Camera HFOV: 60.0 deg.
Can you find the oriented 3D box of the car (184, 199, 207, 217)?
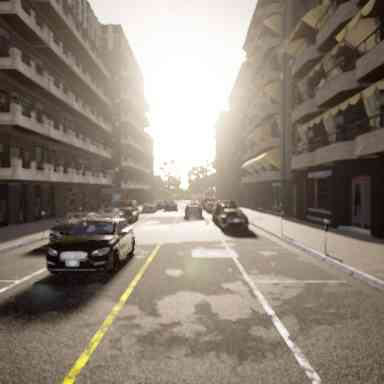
[{"bbox_3d":[0.154,1.852,35.557,2.128,1.511,4.902,0,-1,0],"label":"car"}]

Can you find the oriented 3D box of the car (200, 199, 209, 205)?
[{"bbox_3d":[2.809,2.327,77.622,1.887,1.381,4.507,-1,-1,0],"label":"car"}]

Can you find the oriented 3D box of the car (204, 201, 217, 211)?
[{"bbox_3d":[2.762,2.089,50.002,1.802,1.307,4.206,-1,-1,0],"label":"car"}]

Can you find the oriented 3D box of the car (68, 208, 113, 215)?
[{"bbox_3d":[-5.676,1.723,16.826,2.008,1.369,4.403,-1,-1,0],"label":"car"}]

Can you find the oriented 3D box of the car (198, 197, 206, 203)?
[{"bbox_3d":[2.836,2.385,94.195,1.967,1.590,4.097,-1,-1,0],"label":"car"}]

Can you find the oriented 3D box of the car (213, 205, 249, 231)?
[{"bbox_3d":[2.714,1.794,22.383,1.947,1.339,4.313,-1,-1,0],"label":"car"}]

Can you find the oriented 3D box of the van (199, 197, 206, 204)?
[{"bbox_3d":[2.825,2.232,88.673,1.690,1.788,3.998,-1,-1,0],"label":"van"}]

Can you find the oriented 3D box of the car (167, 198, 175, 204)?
[{"bbox_3d":[-5.551,2.415,88.467,1.752,1.417,4.829,-1,-1,0],"label":"car"}]

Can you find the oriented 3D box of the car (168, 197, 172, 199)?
[{"bbox_3d":[-5.589,2.239,66.540,1.947,1.339,4.313,-1,-1,0],"label":"car"}]

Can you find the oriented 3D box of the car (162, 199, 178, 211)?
[{"bbox_3d":[-3.014,2.086,47.852,1.895,1.301,4.718,0,-1,0],"label":"car"}]

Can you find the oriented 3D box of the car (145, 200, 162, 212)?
[{"bbox_3d":[-5.628,2.002,44.444,2.008,1.369,4.403,-1,-1,0],"label":"car"}]

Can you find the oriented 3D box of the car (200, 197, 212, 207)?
[{"bbox_3d":[2.786,1.988,66.577,2.192,1.841,5.009,-1,-1,0],"label":"car"}]

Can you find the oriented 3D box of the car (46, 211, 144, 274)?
[{"bbox_3d":[-3.082,1.606,11.038,2.128,1.511,4.902,0,-1,0],"label":"car"}]

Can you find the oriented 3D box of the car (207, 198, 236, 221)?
[{"bbox_3d":[2.719,1.599,27.909,2.192,1.841,5.009,-1,-1,0],"label":"car"}]

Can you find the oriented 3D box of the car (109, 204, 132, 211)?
[{"bbox_3d":[-5.666,1.779,22.349,2.008,1.369,4.403,-1,-1,0],"label":"car"}]

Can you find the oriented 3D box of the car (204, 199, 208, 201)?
[{"bbox_3d":[2.752,1.978,44.649,1.752,1.417,4.829,-1,-1,0],"label":"car"}]

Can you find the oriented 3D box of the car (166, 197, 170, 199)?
[{"bbox_3d":[-5.600,2.141,60.848,1.752,1.417,4.829,-1,-1,0],"label":"car"}]

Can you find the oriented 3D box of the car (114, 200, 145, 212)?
[{"bbox_3d":[-5.661,1.599,27.875,2.192,1.841,5.009,-1,-1,0],"label":"car"}]

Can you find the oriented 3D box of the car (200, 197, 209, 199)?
[{"bbox_3d":[2.767,1.877,55.529,2.192,1.841,5.009,-1,-1,0],"label":"car"}]
